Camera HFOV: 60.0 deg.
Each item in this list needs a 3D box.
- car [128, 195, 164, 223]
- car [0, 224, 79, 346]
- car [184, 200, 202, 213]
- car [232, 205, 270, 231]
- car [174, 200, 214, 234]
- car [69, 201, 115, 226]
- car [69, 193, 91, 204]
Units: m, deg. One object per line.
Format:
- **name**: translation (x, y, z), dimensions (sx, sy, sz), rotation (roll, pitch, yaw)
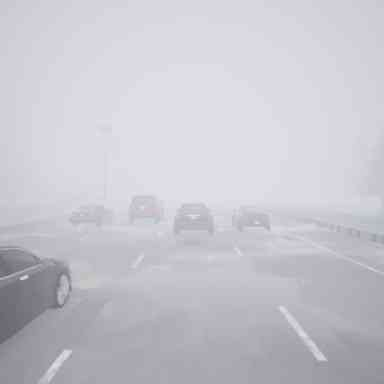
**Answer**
- **car**: translation (-3.410, 1.222, 25.474), dimensions (2.150, 2.045, 5.566), rotation (0, 0, 0)
- **car**: translation (-3.402, 1.505, 4.974), dimensions (1.837, 1.490, 4.892), rotation (0, 0, 0)
- **car**: translation (0.086, 1.601, 38.378), dimensions (1.895, 1.301, 4.718), rotation (0, 0, 0)
- **car**: translation (3.591, 1.526, 20.694), dimensions (1.812, 1.442, 4.674), rotation (0, 0, 0)
- **car**: translation (0.093, 1.352, 19.353), dimensions (2.097, 1.767, 4.553), rotation (0, 0, 0)
- **car**: translation (-6.909, 1.548, 23.455), dimensions (2.033, 1.411, 5.357), rotation (0, 0, 0)
- **car**: translation (-21.033, 1.224, 62.640), dimensions (2.150, 2.045, 5.566), rotation (0, 0, 0)
